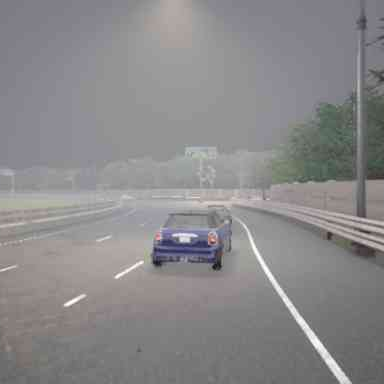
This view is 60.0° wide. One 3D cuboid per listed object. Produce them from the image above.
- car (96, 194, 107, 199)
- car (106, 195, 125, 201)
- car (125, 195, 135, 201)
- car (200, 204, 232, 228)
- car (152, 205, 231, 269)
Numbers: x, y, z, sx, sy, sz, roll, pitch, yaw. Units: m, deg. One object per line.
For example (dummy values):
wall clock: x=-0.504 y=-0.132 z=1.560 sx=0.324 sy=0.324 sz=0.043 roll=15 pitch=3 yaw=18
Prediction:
car: x=-24.672 y=1.282 z=91.760 sx=2.097 sy=1.767 sz=4.553 roll=0 pitch=0 yaw=-39
car: x=-19.255 y=1.549 z=83.560 sx=1.837 sy=1.490 sz=4.892 roll=0 pitch=0 yaw=-33
car: x=-16.542 y=1.656 z=85.814 sx=1.895 sy=1.301 sz=4.718 roll=0 pitch=0 yaw=-33
car: x=1.684 y=1.608 z=23.281 sx=1.994 sy=1.385 sz=4.181 roll=0 pitch=0 yaw=4
car: x=0.191 y=1.369 z=11.470 sx=2.097 sy=1.767 sz=4.553 roll=0 pitch=0 yaw=11
